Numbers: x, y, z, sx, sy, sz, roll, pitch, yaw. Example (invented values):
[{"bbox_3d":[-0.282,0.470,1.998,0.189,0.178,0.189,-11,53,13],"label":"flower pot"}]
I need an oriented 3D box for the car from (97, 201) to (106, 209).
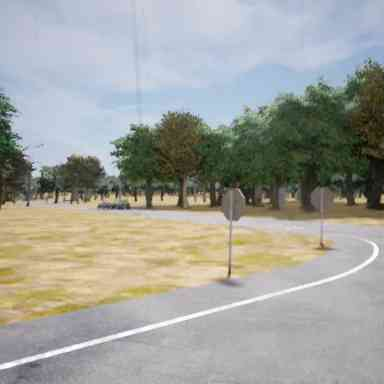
[{"bbox_3d":[-15.620,2.364,60.279,1.994,1.385,4.181,2,-2,-34],"label":"car"}]

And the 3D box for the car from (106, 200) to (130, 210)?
[{"bbox_3d":[-11.915,2.046,54.971,2.097,1.767,4.553,2,-2,-34],"label":"car"}]
